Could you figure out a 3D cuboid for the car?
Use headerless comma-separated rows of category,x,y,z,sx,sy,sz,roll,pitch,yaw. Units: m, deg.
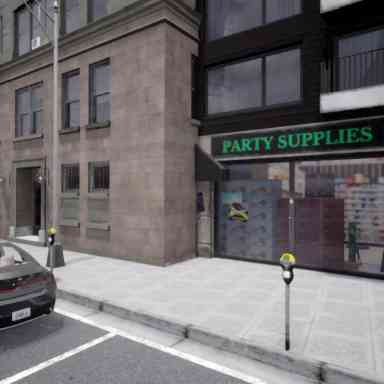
car,-4.267,1.550,6.129,4.403,1.369,2.008,0,0,36
